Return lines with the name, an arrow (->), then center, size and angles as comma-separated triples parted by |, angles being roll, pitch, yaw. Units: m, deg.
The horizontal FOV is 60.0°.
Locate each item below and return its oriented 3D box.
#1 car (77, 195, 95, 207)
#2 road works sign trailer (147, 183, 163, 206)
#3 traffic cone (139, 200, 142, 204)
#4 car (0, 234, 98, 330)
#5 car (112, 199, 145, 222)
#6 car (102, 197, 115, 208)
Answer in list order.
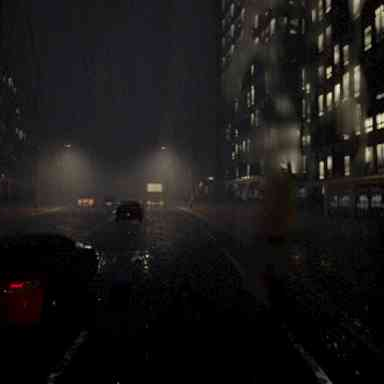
car -> -15.174, 1.246, 47.899 | 2.097, 1.767, 4.553 | 0, 0, -12
road works sign trailer -> -5.744, 0.383, 51.311 | 2.380, 3.560, 2.880 | 0, 0, -14
traffic cone -> -8.757, 1.858, 57.781 | 0.340, 0.580, 0.340 | 0, 0, -14
car -> -3.363, 1.554, 6.959 | 1.994, 1.385, 4.181 | 0, 0, -2
car -> -4.776, 1.431, 25.943 | 1.882, 1.535, 5.008 | 0, 0, -6
car -> -11.836, 1.430, 47.855 | 1.812, 1.442, 4.674 | 0, 0, -12
